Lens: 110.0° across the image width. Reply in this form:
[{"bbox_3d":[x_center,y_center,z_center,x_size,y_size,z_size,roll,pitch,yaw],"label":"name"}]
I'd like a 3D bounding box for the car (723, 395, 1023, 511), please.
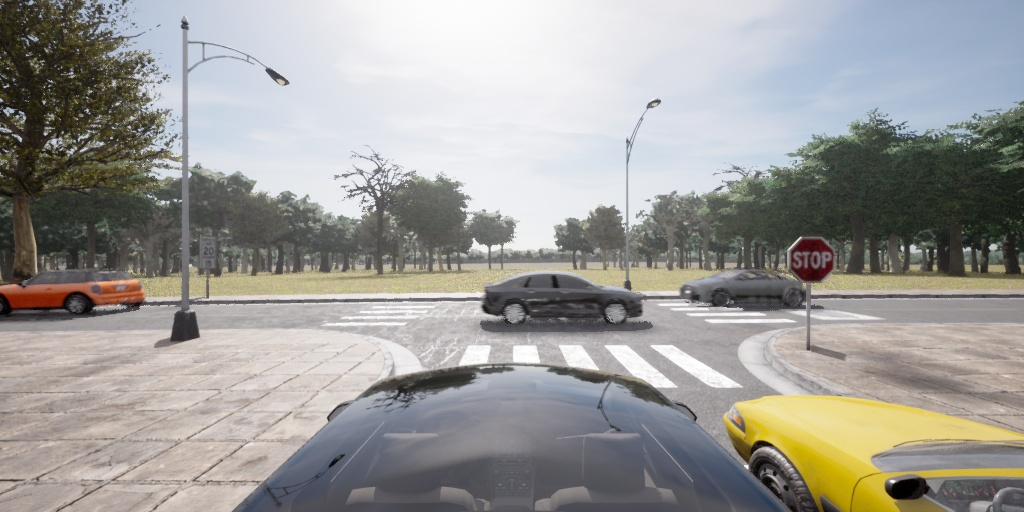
[{"bbox_3d":[2.634,1.275,1.084,1.751,1.417,4.829,0,0,0],"label":"car"}]

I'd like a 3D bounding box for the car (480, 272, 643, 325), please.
[{"bbox_3d":[1.472,1.227,11.059,4.892,1.490,1.837,0,0,1],"label":"car"}]

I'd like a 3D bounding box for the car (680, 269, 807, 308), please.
[{"bbox_3d":[8.856,1.206,13.947,4.181,1.385,1.994,0,0,1],"label":"car"}]

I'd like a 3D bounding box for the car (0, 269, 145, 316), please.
[{"bbox_3d":[-17.571,1.324,14.182,4.553,1.767,2.097,-1,0,0],"label":"car"}]
